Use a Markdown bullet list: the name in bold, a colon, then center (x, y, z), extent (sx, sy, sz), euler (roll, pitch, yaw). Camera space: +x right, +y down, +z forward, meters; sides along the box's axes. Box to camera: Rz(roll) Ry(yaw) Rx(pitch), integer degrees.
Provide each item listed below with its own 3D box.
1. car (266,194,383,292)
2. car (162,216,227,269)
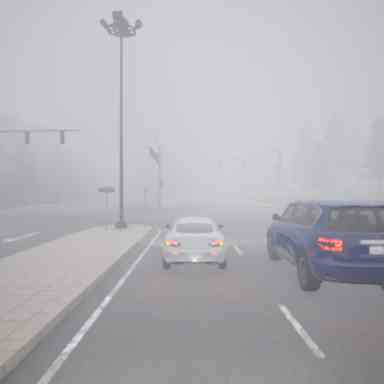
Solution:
- **car**: center (3.568, 1.198, 9.025), extent (2.150, 2.045, 5.566), euler (0, 0, 1)
- **car**: center (0.081, 1.497, 10.879), extent (1.812, 1.442, 4.674), euler (0, 0, 0)
